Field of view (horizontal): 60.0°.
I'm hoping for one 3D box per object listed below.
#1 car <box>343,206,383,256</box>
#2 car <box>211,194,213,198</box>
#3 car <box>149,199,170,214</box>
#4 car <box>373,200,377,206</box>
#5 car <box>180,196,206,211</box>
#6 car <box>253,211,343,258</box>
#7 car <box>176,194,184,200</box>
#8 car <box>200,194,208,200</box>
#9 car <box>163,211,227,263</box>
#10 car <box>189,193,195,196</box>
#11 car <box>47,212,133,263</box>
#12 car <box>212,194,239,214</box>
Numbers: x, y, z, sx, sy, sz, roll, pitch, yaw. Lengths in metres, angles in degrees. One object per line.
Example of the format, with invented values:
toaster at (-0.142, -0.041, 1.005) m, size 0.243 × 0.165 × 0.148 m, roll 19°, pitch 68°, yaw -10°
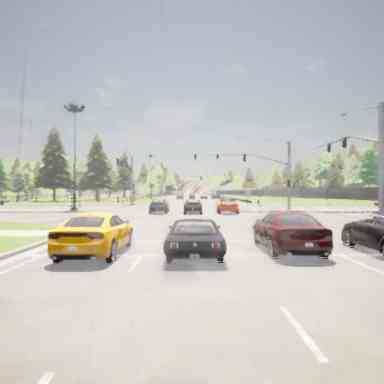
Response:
car at (7.108, 1.475, 11.888) m, size 2.128 × 1.511 × 4.902 m, roll 0°, pitch 0°, yaw 1°
car at (7.004, 1.225, 94.730) m, size 2.097 × 1.767 × 4.553 m, roll 0°, pitch 0°, yaw 0°
car at (-3.399, 1.446, 35.114) m, size 2.128 × 1.511 × 4.902 m, roll 0°, pitch 0°, yaw 0°
car at (28.931, 1.415, 48.167) m, size 5.008 × 1.535 × 1.882 m, roll 0°, pitch 0°, yaw 1°
car at (0.100, 1.446, 35.120) m, size 2.128 × 1.511 × 4.902 m, roll 0°, pitch 0°, yaw 0°
car at (3.595, 1.461, 12.651) m, size 1.882 × 1.535 × 5.008 m, roll 0°, pitch 0°, yaw 0°
car at (-3.496, 1.406, 94.344) m, size 2.033 × 1.411 × 5.357 m, roll 0°, pitch 0°, yaw 0°
car at (3.504, 1.465, 94.790) m, size 1.895 × 1.301 × 4.718 m, roll 0°, pitch 0°, yaw 0°
car at (0.093, 1.585, 11.902) m, size 1.895 × 1.301 × 4.718 m, roll 0°, pitch 0°, yaw 0°
car at (0.004, 1.392, 94.344) m, size 2.128 × 1.511 × 4.902 m, roll 0°, pitch 0°, yaw 0°
car at (-3.408, 1.462, 11.984) m, size 1.882 × 1.535 × 5.008 m, roll 0°, pitch 0°, yaw 0°
car at (3.601, 1.306, 34.855) m, size 2.097 × 1.767 × 4.553 m, roll 0°, pitch 0°, yaw 0°
